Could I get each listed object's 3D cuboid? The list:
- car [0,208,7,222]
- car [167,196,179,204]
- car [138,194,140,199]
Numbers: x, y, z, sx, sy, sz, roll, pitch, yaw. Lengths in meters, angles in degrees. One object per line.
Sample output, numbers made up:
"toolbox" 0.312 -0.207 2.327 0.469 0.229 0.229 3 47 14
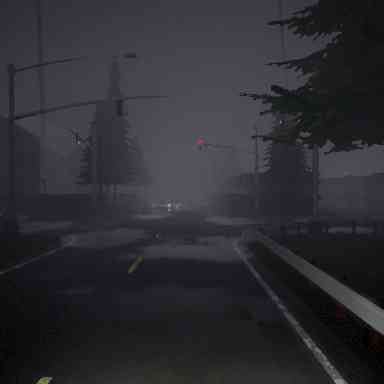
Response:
"car" -15.689 1.554 23.975 4.181 1.385 1.994 0 0 0
"car" -3.498 1.562 63.241 1.812 1.442 4.674 0 0 0
"car" -16.775 1.075 93.880 3.866 1.878 1.905 0 0 -1
